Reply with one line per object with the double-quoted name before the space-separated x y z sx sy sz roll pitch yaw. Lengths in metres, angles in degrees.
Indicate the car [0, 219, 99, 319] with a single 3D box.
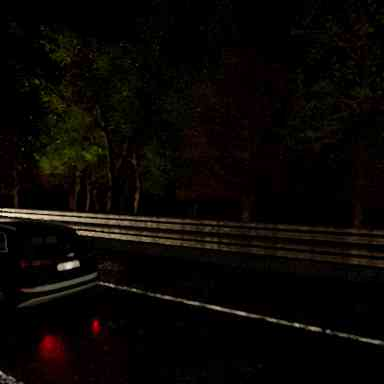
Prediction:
"car" -4.156 1.417 7.318 4.856 1.649 2.033 0 0 33
